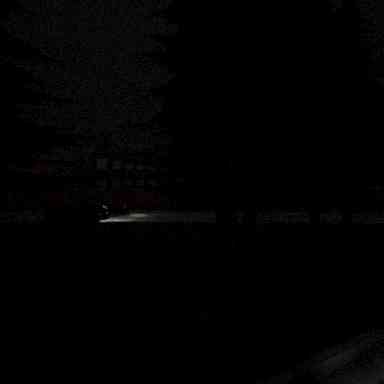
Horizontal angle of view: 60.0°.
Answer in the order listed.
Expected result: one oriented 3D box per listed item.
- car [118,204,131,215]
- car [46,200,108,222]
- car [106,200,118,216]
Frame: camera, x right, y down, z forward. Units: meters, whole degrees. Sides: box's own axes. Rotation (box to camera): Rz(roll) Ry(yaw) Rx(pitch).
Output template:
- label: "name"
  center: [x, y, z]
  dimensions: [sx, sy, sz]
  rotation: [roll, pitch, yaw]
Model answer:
- label: "car"
  center: [-8.463, 1.522, 33.137]
  dimensions: [4.674, 1.442, 1.812]
  rotation: [0, 0, 3]
- label: "car"
  center: [-9.178, 1.564, 26.164]
  dimensions: [4.181, 1.385, 1.994]
  rotation: [0, 0, 3]
- label: "car"
  center: [-9.355, 1.350, 29.677]
  dimensions: [4.553, 1.767, 2.097]
  rotation: [0, 0, 3]
